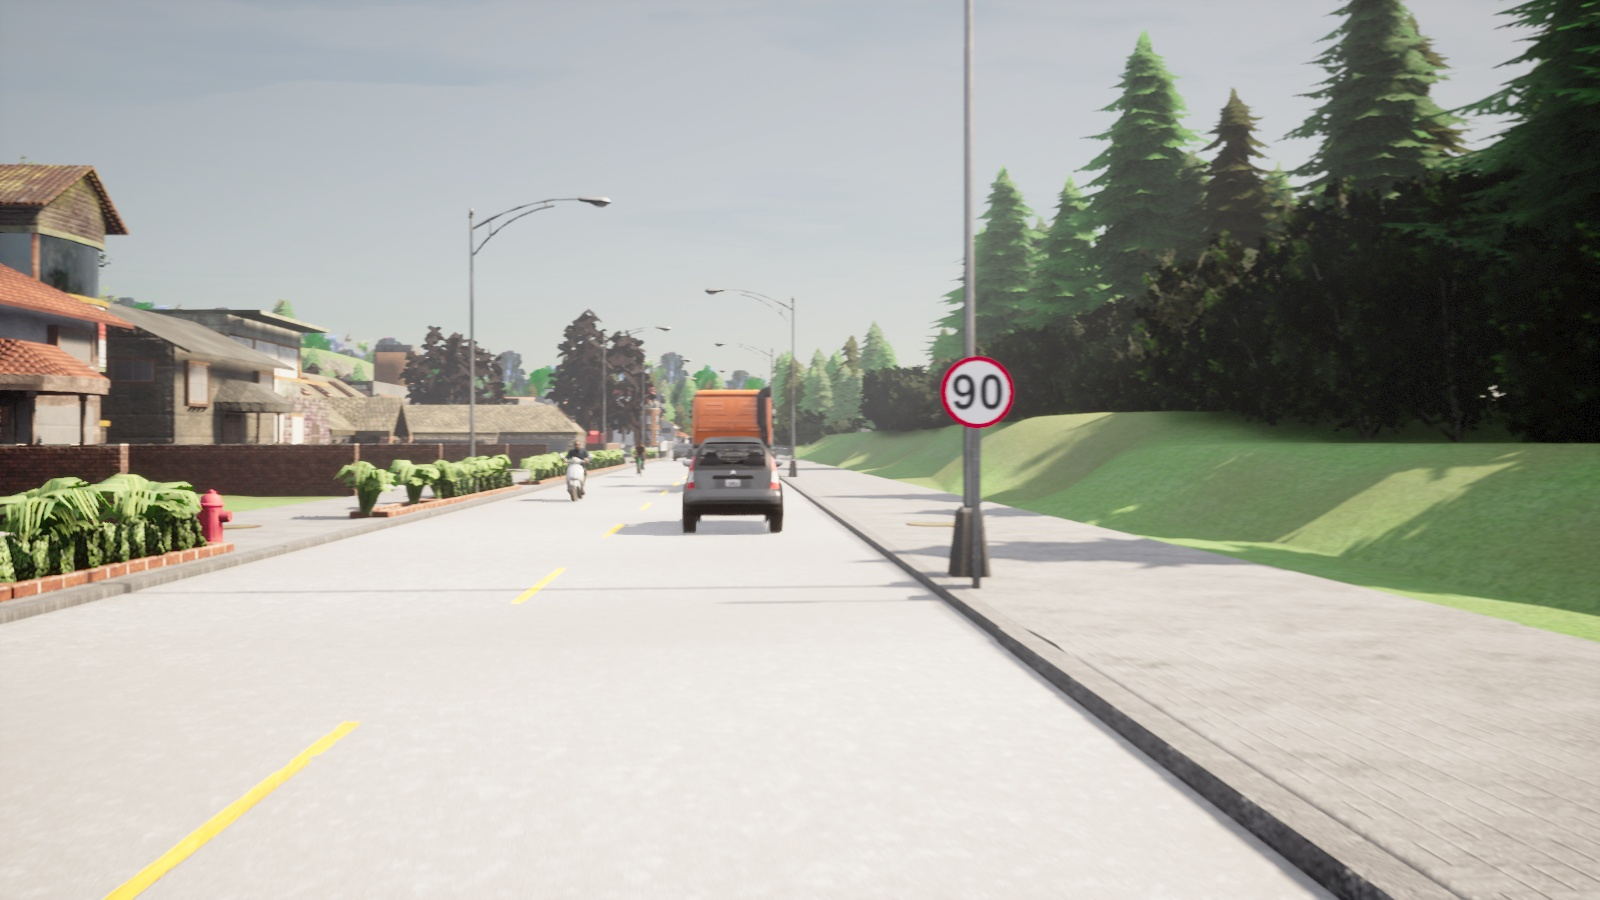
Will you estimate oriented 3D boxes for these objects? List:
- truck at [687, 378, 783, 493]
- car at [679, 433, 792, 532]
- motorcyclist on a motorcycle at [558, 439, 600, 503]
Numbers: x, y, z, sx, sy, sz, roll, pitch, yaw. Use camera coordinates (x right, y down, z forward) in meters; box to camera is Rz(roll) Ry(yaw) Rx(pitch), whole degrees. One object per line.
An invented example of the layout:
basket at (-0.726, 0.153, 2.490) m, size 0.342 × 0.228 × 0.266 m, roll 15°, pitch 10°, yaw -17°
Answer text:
truck at (-2.163, -0.462, 41.831) m, size 2.891 × 3.462 × 7.936 m, roll 0°, pitch 0°, yaw -3°
car at (-1.159, 0.521, 22.610) m, size 1.851 × 1.617 × 3.988 m, roll 0°, pitch 0°, yaw -3°
motorcyclist on a motorcycle at (-5.672, 0.525, 32.329) m, size 0.866 × 1.590 × 1.817 m, roll 0°, pitch 0°, yaw -3°
